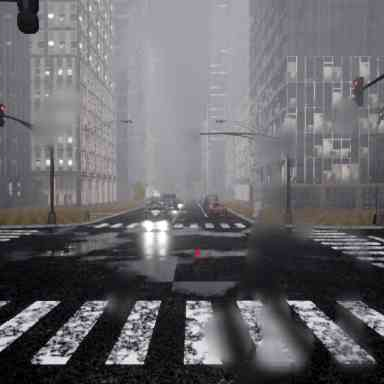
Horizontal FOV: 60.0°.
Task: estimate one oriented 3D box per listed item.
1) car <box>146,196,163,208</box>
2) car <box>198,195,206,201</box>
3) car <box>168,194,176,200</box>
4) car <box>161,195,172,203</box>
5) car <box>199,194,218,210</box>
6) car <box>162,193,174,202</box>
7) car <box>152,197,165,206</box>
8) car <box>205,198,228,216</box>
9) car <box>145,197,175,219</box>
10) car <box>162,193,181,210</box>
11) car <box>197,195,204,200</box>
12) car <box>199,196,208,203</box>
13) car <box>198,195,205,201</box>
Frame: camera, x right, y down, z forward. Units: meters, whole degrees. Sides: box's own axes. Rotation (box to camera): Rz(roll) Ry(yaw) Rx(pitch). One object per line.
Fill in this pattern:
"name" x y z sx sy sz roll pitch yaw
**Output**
"car" -5.419 1.419 48.697 1.967 1.590 4.097 -1 0 0
"car" 2.401 1.536 81.884 1.802 1.307 4.206 -1 0 0
"car" -5.501 1.384 92.893 1.967 1.590 4.097 -1 0 0
"car" -5.460 1.403 70.795 1.967 1.590 4.097 -1 0 0
"car" 2.458 1.297 43.212 2.192 1.841 5.009 -1 0 0
"car" -5.472 1.274 76.319 2.192 1.841 5.009 -1 0 0
"car" -5.427 1.557 54.221 1.802 1.307 4.206 -1 0 0
"car" 2.462 1.569 32.163 1.802 1.307 4.206 -1 0 0
"car" -2.909 1.480 28.827 2.128 1.511 4.902 0 0 0
"car" -2.933 1.204 42.933 2.150 2.045 5.566 0 0 0
"car" 2.380 1.489 92.933 1.887 1.381 4.507 -1 0 0
"car" 2.422 1.508 70.834 1.887 1.381 4.507 -1 0 0
"car" 2.390 1.474 87.578 1.752 1.417 4.829 -1 0 0
